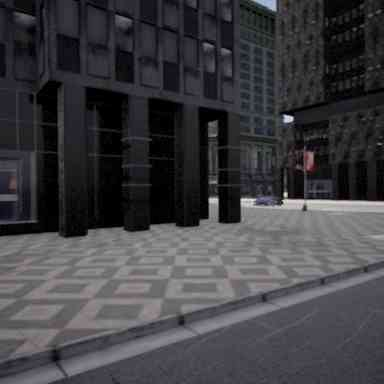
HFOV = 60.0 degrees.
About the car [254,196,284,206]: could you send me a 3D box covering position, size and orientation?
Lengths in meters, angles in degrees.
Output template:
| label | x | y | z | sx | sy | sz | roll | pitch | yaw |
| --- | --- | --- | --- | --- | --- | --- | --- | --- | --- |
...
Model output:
| label | x | y | z | sx | sy | sz | roll | pitch | yaw |
| --- | --- | --- | --- | --- | --- | --- | --- | --- | --- |
| car | 10.624 | 1.259 | 45.822 | 1.994 | 1.385 | 4.181 | -1 | 0 | -35 |
